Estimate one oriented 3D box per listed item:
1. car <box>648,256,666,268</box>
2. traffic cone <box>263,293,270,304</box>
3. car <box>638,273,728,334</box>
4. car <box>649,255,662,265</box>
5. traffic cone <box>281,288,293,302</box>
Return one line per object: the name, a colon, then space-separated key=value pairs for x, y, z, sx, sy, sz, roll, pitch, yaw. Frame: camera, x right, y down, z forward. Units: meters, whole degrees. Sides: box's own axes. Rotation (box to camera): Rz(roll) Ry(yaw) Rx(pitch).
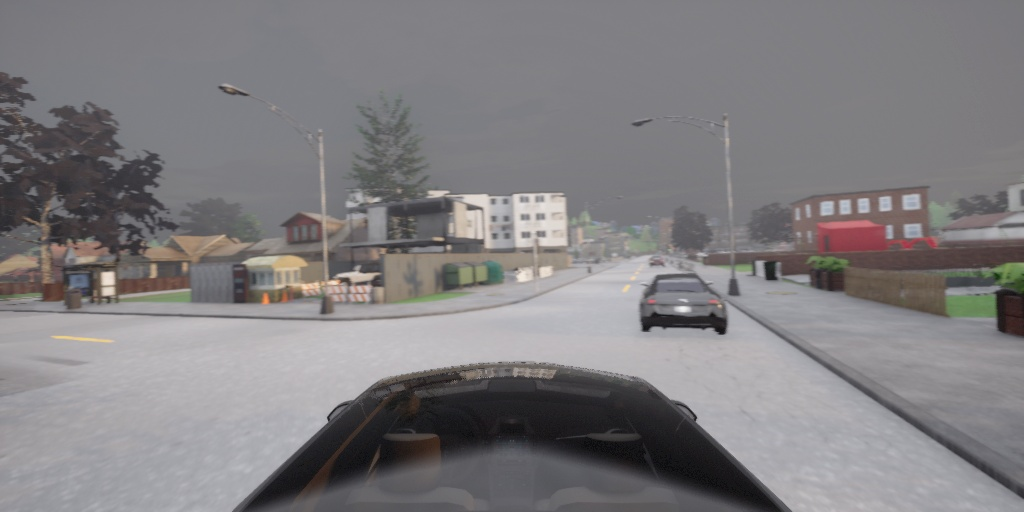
car: x=19.460 y=0.774 z=48.189 sx=1.812 sy=1.442 sz=4.674 roll=-3 pitch=0 yaw=21
traffic cone: x=-13.498 y=2.324 z=19.668 sx=0.344 sy=0.586 sz=0.344 roll=0 pitch=0 yaw=21
car: x=4.645 y=1.173 z=10.110 sx=1.994 sy=1.385 sz=4.181 roll=-3 pitch=0 yaw=21
car: x=23.022 y=0.690 z=57.653 sx=1.812 sy=1.442 sz=4.674 roll=-3 pitch=0 yaw=21
traffic cone: x=-12.754 y=2.266 z=20.151 sx=0.344 sy=0.586 sz=0.344 roll=0 pitch=0 yaw=21
